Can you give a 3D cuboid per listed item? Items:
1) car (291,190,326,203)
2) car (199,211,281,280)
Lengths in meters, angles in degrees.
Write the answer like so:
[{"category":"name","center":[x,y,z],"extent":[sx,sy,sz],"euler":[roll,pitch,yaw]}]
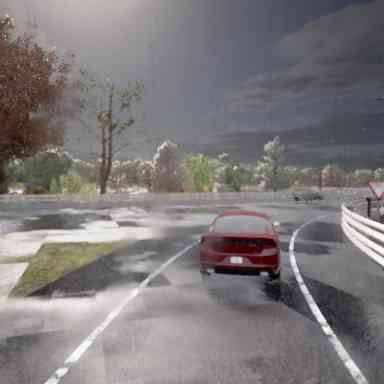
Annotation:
[{"category":"car","center":[14.810,0.485,42.306],"extent":[5.357,1.411,2.033],"euler":[-1,2,-37]},{"category":"car","center":[1.456,1.266,9.480],"extent":[1.882,1.535,5.008],"euler":[0,1,12]}]
